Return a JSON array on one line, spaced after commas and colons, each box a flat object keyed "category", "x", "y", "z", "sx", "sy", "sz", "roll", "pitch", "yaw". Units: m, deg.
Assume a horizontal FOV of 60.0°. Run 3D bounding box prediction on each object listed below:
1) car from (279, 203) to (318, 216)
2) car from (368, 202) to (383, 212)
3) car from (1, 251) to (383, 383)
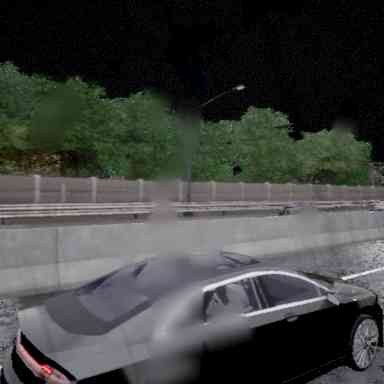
[{"category": "car", "x": 10.623, "y": 1.798, "z": 33.037, "sx": 4.181, "sy": 1.385, "sz": 1.994, "roll": 1, "pitch": 0, "yaw": -35}, {"category": "car", "x": 20.986, "y": 1.838, "z": 36.113, "sx": 4.674, "sy": 1.442, "sz": 1.812, "roll": 0, "pitch": 0, "yaw": -35}, {"category": "car", "x": 0.484, "y": 1.515, "z": 4.091, "sx": 4.902, "sy": 1.511, "sz": 2.128, "roll": 1, "pitch": 0, "yaw": -35}]
